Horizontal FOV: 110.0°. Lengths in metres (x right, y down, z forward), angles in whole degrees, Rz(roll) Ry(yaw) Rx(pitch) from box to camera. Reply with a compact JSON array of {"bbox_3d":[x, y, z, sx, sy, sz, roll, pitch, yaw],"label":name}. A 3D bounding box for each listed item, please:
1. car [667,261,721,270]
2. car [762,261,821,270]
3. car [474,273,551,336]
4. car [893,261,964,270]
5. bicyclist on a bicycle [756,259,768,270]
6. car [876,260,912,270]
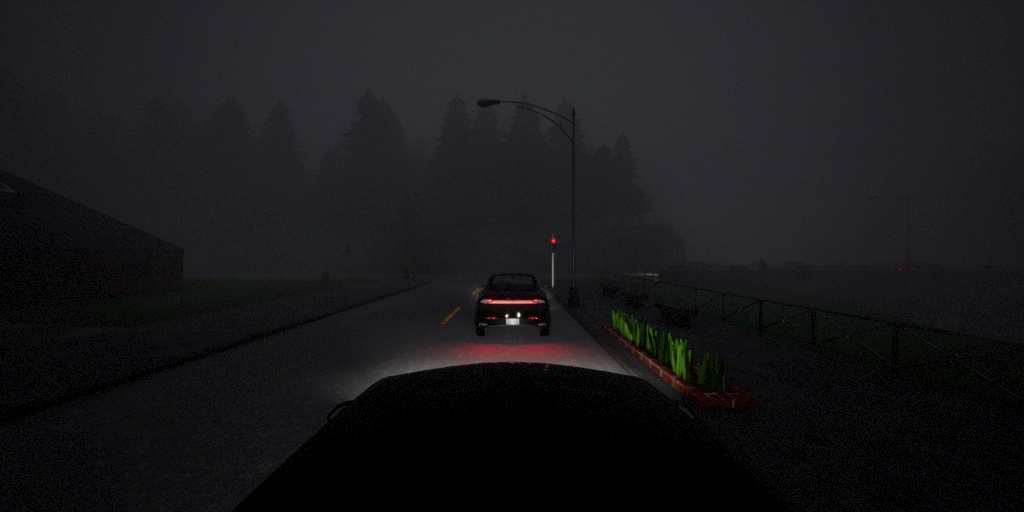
[{"bbox_3d":[19.577,1.297,38.793,5.357,1.411,2.033,0,0,0],"label":"car"},{"bbox_3d":[30.113,1.298,38.763,5.357,1.411,2.033,0,0,0],"label":"car"},{"bbox_3d":[0.022,1.242,10.375,2.128,1.511,4.902,0,0,0],"label":"car"},{"bbox_3d":[40.461,1.351,34.637,4.718,1.301,1.895,0,0,0],"label":"car"},{"bbox_3d":[21.220,1.099,30.390,0.582,1.620,1.656,0,0,0],"label":"bicyclist on a bicycle"},{"bbox_3d":[42.237,1.228,38.701,5.008,1.535,1.882,0,0,1],"label":"car"}]
